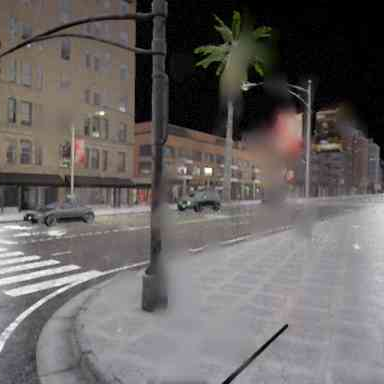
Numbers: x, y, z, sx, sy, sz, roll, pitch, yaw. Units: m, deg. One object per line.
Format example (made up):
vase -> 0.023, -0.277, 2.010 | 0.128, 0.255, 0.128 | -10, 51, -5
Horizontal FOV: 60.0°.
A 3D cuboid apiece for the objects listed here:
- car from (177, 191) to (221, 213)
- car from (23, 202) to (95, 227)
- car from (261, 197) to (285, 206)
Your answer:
car -> 0.826, 0.963, 33.559 | 2.150, 2.045, 5.566 | 2, 1, 35
car -> -8.216, 1.310, 20.854 | 1.994, 1.385, 4.181 | 2, 1, 36
car -> 12.003, 1.382, 49.127 | 1.895, 1.301, 4.718 | 1, 1, 35
